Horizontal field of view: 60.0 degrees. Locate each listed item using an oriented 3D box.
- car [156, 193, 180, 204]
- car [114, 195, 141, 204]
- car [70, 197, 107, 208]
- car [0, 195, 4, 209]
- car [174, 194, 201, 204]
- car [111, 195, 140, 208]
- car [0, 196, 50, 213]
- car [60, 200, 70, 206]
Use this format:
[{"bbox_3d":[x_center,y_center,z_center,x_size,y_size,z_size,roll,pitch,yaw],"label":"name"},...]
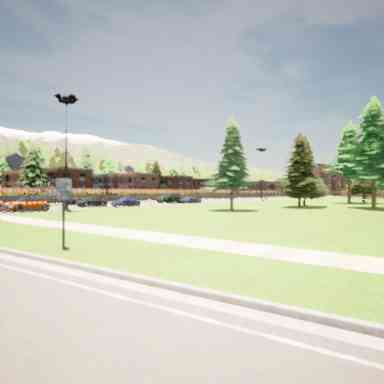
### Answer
[{"bbox_3d":[-4.225,1.150,61.725,2.150,2.045,5.566,0,0,35],"label":"car"},{"bbox_3d":[-12.103,1.414,62.659,1.837,1.490,4.892,0,1,36],"label":"car"},{"bbox_3d":[-14.308,1.432,47.381,1.837,1.490,4.892,0,0,35],"label":"car"},{"bbox_3d":[-26.577,1.266,42.033,2.097,1.767,4.553,0,0,35],"label":"car"},{"bbox_3d":[-0.363,1.481,61.148,2.033,1.411,5.357,0,0,35],"label":"car"},{"bbox_3d":[-9.549,1.459,48.082,1.812,1.442,4.674,0,0,35],"label":"car"},{"bbox_3d":[-17.960,1.286,36.037,2.097,1.767,4.553,0,0,35],"label":"car"},{"bbox_3d":[-18.667,1.514,53.339,1.895,1.301,4.718,0,0,35],"label":"car"}]
